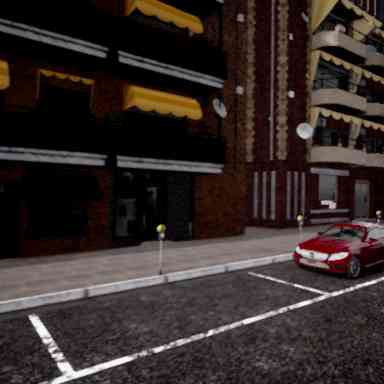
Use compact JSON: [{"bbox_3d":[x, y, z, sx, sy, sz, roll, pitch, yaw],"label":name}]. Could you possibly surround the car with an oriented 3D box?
[{"bbox_3d":[4.868,1.590,10.018,4.206,1.307,1.802,0,1,-35],"label":"car"}]
